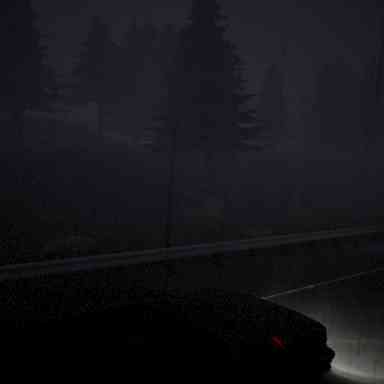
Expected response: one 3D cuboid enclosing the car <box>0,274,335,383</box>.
[{"bbox_3d":[-1.007,1.547,2.983,5.357,1.411,2.033,0,0,-35],"label":"car"}]
